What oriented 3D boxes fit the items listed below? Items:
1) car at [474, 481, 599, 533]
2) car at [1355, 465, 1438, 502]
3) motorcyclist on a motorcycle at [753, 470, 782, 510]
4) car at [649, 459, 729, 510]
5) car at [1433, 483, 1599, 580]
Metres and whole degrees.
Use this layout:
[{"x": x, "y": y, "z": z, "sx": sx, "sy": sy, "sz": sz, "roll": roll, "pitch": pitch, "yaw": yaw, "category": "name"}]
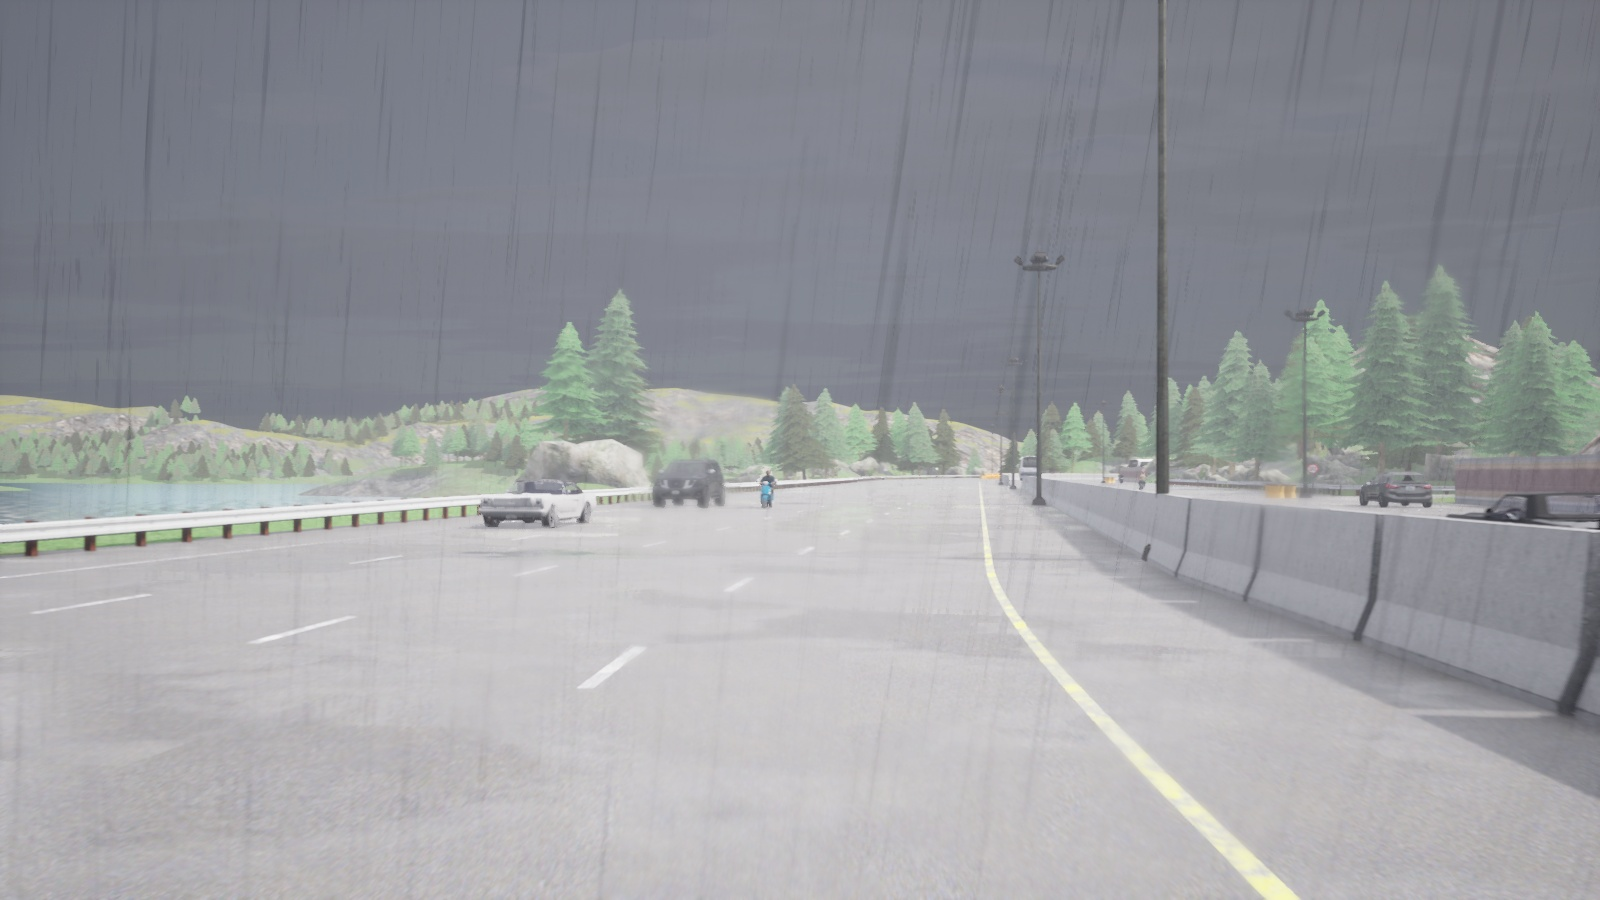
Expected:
[{"x": -7.221, "y": 1.527, "z": 34.890, "sx": 1.895, "sy": 1.301, "sz": 4.718, "roll": 0, "pitch": -1, "yaw": 8, "category": "car"}, {"x": 28.071, "y": 1.541, "z": 59.265, "sx": 2.242, "sy": 1.667, "sz": 4.611, "roll": 0, "pitch": -1, "yaw": 8, "category": "car"}, {"x": -1.322, "y": 1.635, "z": 51.479, "sx": 0.866, "sy": 1.590, "sz": 1.817, "roll": 0, "pitch": -1, "yaw": 8, "category": "motorcyclist on a motorcycle"}, {"x": -4.616, "y": 1.442, "z": 53.185, "sx": 2.150, "sy": 2.045, "sz": 5.566, "roll": 0, "pitch": -1, "yaw": 8, "category": "car"}, {"x": 11.829, "y": 1.199, "z": 19.750, "sx": 1.895, "sy": 1.301, "sz": 4.718, "roll": 0, "pitch": -1, "yaw": 8, "category": "car"}]
